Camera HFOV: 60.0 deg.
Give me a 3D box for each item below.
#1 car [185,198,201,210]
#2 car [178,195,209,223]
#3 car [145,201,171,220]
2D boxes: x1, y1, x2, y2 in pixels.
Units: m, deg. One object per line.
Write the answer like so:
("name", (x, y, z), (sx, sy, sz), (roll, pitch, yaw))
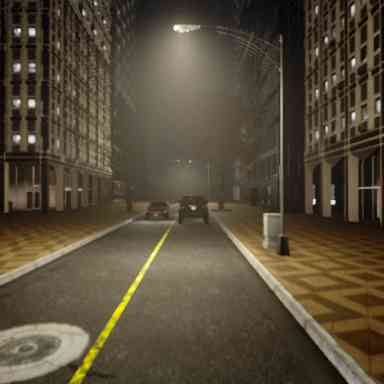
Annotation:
("car", (0.102, 1.540, 43.064), (1.994, 1.385, 4.181), (0, 0, 0))
("car", (0.101, 1.208, 25.416), (2.150, 2.045, 5.566), (0, 0, 0))
("car", (-2.791, 1.510, 28.067), (1.812, 1.442, 4.674), (0, 0, 1))
